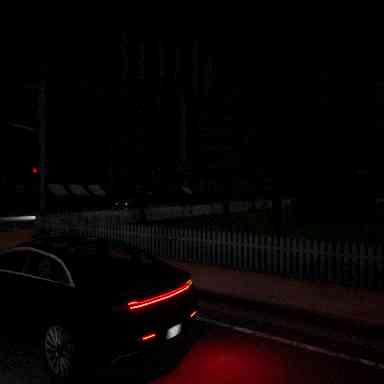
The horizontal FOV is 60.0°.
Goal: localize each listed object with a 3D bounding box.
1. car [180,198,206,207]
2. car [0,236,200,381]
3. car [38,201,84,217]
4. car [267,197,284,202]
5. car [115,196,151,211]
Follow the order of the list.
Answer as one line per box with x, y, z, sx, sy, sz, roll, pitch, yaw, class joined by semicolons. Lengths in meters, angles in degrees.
0.112;1.601;50.497;1.895;1.301;4.718;0;0;34;car
-2.185;1.491;5.497;4.902;1.511;2.128;0;0;36;car
-12.451;1.564;31.904;1.994;1.385;4.181;0;0;34;car
15.127;1.547;59.938;2.033;1.411;5.357;0;0;34;car
-7.036;1.352;39.929;2.097;1.767;4.553;0;0;34;car
